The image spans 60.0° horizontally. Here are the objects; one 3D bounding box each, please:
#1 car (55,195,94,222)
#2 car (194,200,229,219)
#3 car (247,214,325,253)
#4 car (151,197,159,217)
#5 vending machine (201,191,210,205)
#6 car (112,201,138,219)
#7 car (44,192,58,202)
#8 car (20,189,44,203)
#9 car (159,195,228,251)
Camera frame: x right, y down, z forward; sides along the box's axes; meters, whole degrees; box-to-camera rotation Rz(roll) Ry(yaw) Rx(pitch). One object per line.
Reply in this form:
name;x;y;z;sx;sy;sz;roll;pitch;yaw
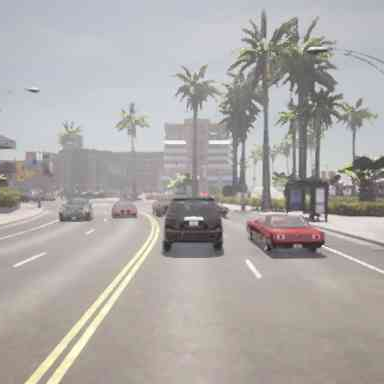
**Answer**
car;-8.583;1.219;25.001;2.097;1.767;4.553;0;0;-13
car;1.556;1.448;28.801;1.895;1.301;4.718;0;0;-12
car;3.493;1.529;13.400;1.895;1.301;4.718;0;0;-2
car;-2.404;1.193;30.054;2.097;1.767;4.553;0;0;-14
vending machine;2.039;0.933;49.642;1.100;2.100;0.880;0;0;-27
car;-5.583;1.417;27.628;1.994;1.385;4.181;0;0;-13
car;-27.633;1.216;62.950;4.181;1.385;1.994;0;0;33
car;-29.964;0.966;60.264;5.566;2.045;2.150;0;0;31
car;-0.028;1.147;13.916;2.150;2.045;5.566;0;0;-2
